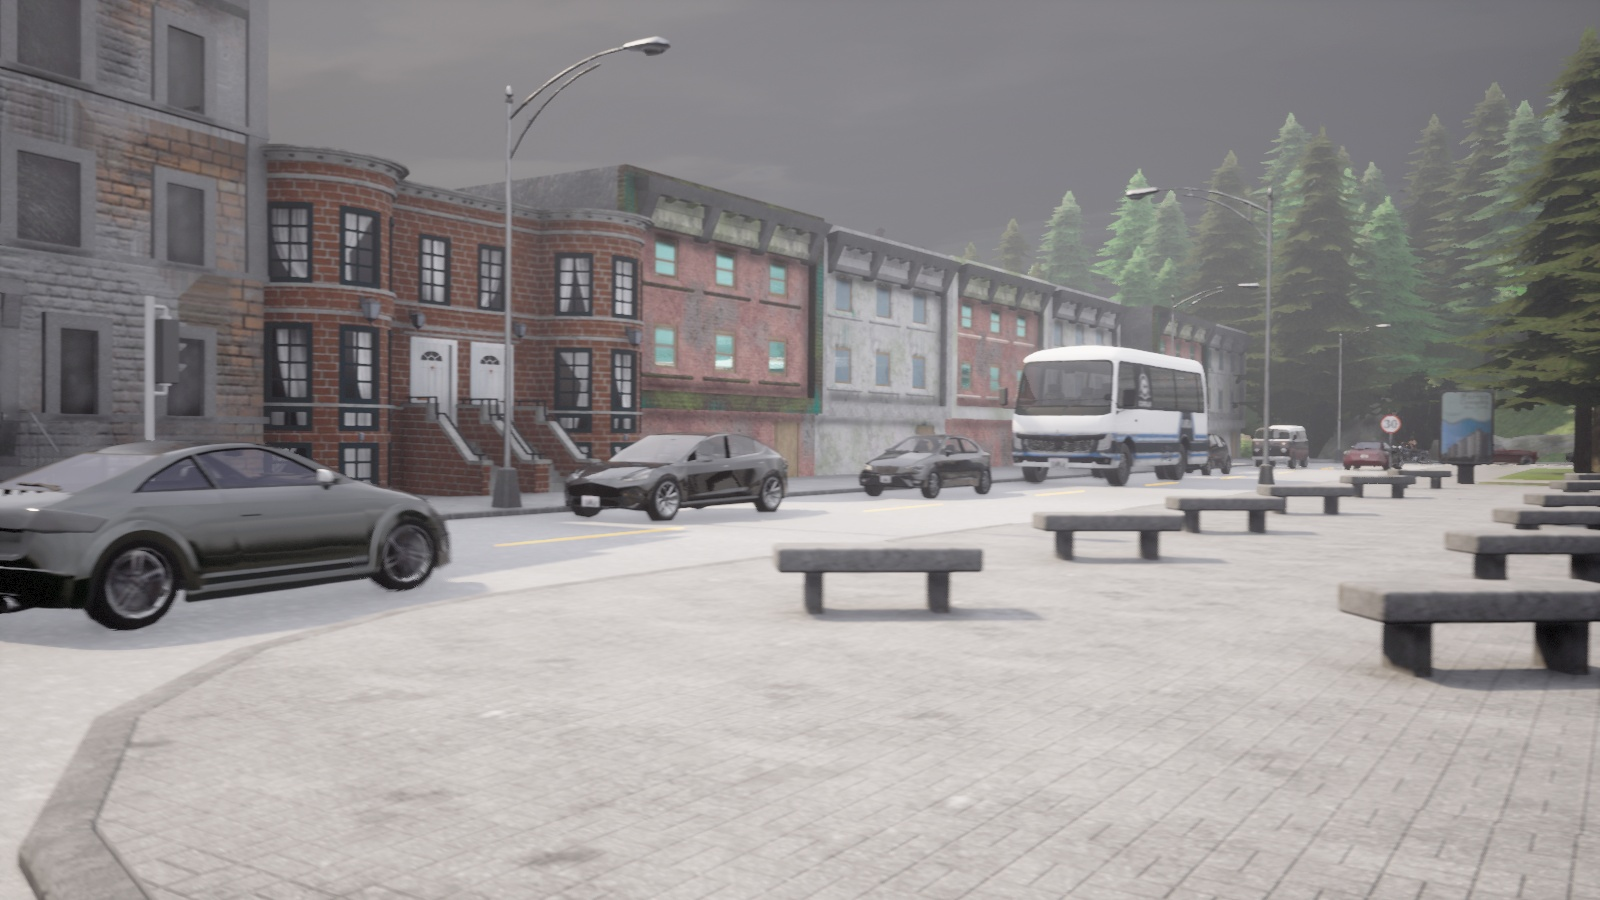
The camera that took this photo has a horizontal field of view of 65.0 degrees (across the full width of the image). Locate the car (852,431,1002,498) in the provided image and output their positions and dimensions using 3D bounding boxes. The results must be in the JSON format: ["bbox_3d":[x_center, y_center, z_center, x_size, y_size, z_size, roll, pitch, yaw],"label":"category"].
[{"bbox_3d":[3.130,0.305,30.134,1.816,1.474,4.193,0,1,34],"label":"car"}]

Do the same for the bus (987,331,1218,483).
[{"bbox_3d":[10.063,-1.290,40.533,3.944,4.253,10.273,0,1,34],"label":"bus"}]

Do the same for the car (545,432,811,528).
[{"bbox_3d":[-2.021,0.444,22.378,2.163,1.488,4.792,0,1,33],"label":"car"}]

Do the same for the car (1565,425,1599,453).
[{"bbox_3d":[44.437,-0.604,68.309,4.792,1.488,2.163,0,1,33],"label":"car"}]

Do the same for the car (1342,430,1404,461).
[{"bbox_3d":[26.450,-0.235,57.898,1.994,1.385,4.181,0,1,34],"label":"car"}]

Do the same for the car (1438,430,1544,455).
[{"bbox_3d":[36.762,-0.413,66.879,4.718,1.301,1.895,-1,1,-7],"label":"car"}]

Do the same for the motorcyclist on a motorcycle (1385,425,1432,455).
[{"bbox_3d":[34.261,-0.592,70.710,2.350,1.649,0.766,-1,2,-7],"label":"motorcyclist on a motorcycle"}]

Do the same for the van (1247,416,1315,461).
[{"bbox_3d":[22.979,-0.571,59.906,2.069,2.038,4.480,0,1,34],"label":"van"}]

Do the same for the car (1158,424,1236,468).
[{"bbox_3d":[15.377,-0.172,48.503,1.851,1.617,3.988,0,1,34],"label":"car"}]

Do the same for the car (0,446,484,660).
[{"bbox_3d":[-4.911,0.693,10.769,1.994,1.385,4.181,0,1,27],"label":"car"}]
